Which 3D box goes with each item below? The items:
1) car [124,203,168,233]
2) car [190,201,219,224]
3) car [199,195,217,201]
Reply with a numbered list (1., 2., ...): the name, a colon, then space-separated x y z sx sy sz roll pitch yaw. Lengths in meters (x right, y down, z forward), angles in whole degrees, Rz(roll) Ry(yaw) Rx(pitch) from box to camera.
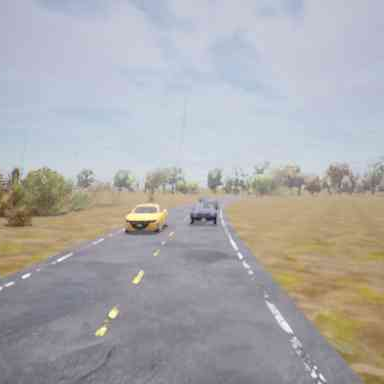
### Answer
1. car: -2.571 1.440 19.530 1.882 1.535 5.008 0 0 3
2. car: 0.910 1.559 24.526 1.895 1.301 4.718 0 0 3
3. car: 2.476 1.475 43.600 2.033 1.411 5.357 0 0 6
